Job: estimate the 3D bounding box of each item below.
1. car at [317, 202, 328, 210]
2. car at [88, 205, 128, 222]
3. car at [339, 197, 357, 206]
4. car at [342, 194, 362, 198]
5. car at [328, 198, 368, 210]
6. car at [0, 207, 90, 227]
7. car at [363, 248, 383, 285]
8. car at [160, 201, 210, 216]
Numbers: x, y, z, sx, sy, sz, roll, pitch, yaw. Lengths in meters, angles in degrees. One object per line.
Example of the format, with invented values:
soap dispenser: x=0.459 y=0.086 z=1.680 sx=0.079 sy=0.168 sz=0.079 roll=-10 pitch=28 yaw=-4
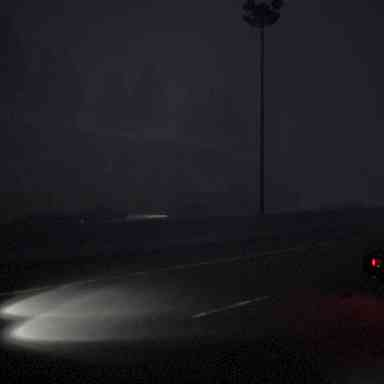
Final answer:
car: x=16.665 y=1.726 z=39.064 sx=4.718 sy=1.301 sz=1.895 roll=0 pitch=0 yaw=-41
car: x=-7.283 y=1.649 z=24.676 sx=4.718 sy=1.301 sz=1.895 roll=0 pitch=0 yaw=-36
car: x=28.899 y=1.719 z=61.573 sx=1.812 sy=1.442 sz=4.674 roll=0 pitch=0 yaw=40
car: x=24.870 y=1.391 z=51.810 sx=2.150 sy=2.045 sz=5.566 roll=0 pitch=0 yaw=44
car: x=16.186 y=1.637 z=33.791 sx=4.674 sy=1.442 sz=1.812 roll=0 pitch=0 yaw=-38
car: x=-7.426 y=1.590 z=15.925 sx=4.181 sy=1.385 sz=1.994 roll=0 pitch=0 yaw=-36
car: x=6.325 y=1.632 z=8.322 sx=4.718 sy=1.301 sz=1.895 roll=0 pitch=0 yaw=-36
car: x=-0.630 y=1.630 z=34.024 sx=5.357 sy=1.411 sz=2.033 roll=0 pitch=0 yaw=-37
